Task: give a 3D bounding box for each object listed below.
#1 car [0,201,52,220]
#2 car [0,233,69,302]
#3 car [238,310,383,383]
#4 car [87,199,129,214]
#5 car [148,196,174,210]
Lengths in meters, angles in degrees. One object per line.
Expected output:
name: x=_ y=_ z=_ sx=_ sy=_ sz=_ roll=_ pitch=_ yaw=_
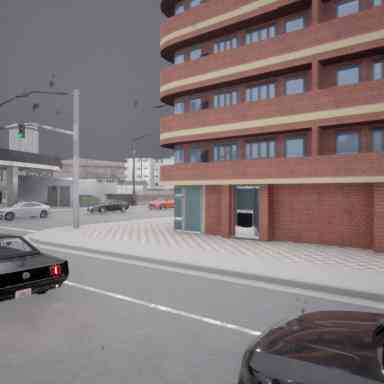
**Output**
car: x=-14.142 y=1.523 z=27.958 sx=1.812 sy=1.442 sz=4.674 roll=0 pitch=0 yaw=34
car: x=-4.939 y=1.599 z=7.503 sx=4.718 sy=1.301 sz=1.895 roll=0 pitch=0 yaw=36
car: x=2.641 y=1.514 z=2.111 sx=4.892 sy=1.490 sz=1.837 roll=0 pitch=0 yaw=35
car: x=-8.915 y=1.509 z=35.602 sx=2.128 sy=1.511 sz=4.902 roll=0 pitch=0 yaw=35
car: x=-3.679 y=1.389 z=43.190 sx=2.097 sy=1.767 sz=4.553 roll=0 pitch=0 yaw=35
